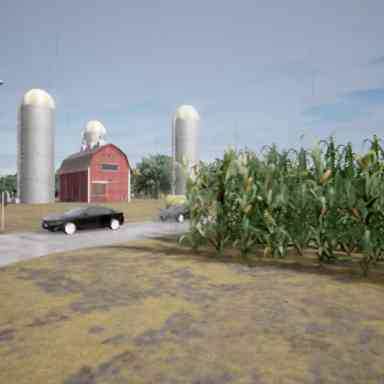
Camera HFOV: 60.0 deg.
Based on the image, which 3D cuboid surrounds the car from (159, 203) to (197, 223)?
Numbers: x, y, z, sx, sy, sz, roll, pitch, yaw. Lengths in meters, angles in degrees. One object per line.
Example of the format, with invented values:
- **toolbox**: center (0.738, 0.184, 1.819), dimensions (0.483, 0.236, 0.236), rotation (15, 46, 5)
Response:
- **car**: center (-0.715, 1.665, 27.447), dimensions (1.837, 1.490, 4.892), rotation (1, 0, 36)

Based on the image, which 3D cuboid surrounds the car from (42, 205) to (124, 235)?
- **car**: center (-6.306, 1.548, 19.767), dimensions (1.882, 1.535, 5.008), rotation (1, 0, 37)
